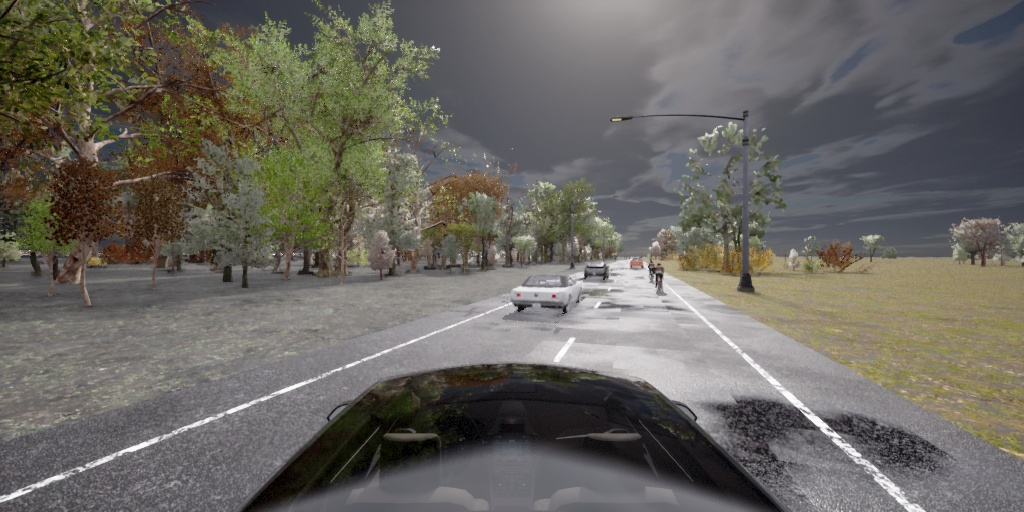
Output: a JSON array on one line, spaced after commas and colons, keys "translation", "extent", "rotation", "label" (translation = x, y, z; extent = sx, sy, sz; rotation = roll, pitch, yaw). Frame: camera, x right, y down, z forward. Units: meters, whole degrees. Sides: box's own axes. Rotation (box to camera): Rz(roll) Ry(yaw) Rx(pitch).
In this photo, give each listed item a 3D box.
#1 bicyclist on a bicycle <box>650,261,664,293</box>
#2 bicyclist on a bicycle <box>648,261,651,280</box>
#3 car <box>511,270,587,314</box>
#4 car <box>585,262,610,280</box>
[{"translation": [8.141, 1.207, 19.854], "extent": [0.582, 1.620, 1.656], "rotation": [0, 0, 19], "label": "bicyclist on a bicycle"}, {"translation": [11.024, 1.209, 28.324], "extent": [0.582, 1.620, 1.656], "rotation": [0, 0, 19], "label": "bicyclist on a bicycle"}, {"translation": [1.548, 1.353, 14.034], "extent": [1.895, 1.301, 4.718], "rotation": [0, 0, 19], "label": "car"}, {"translation": [7.478, 1.248, 31.459], "extent": [2.128, 1.511, 4.902], "rotation": [0, 0, 19], "label": "car"}]
